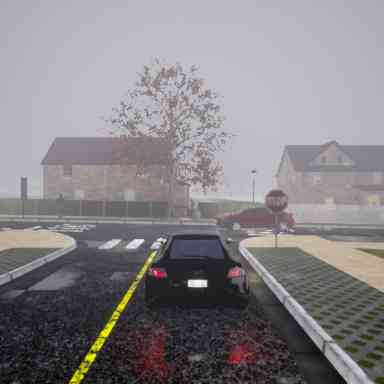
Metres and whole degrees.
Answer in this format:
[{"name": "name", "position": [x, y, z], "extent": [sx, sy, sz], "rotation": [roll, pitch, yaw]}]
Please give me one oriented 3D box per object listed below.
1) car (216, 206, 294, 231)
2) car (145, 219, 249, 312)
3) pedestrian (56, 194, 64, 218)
[{"name": "car", "position": [3.921, 1.615, 20.934], "extent": [5.008, 1.535, 1.882], "rotation": [1, -1, -14]}, {"name": "car", "position": [0.076, 1.565, 7.807], "extent": [1.994, 1.385, 4.181], "rotation": [0, 0, -1]}, {"name": "pedestrian", "position": [-9.742, 1.021, 24.640], "extent": [0.375, 1.860, 0.375], "rotation": [0, -2, 0]}]
